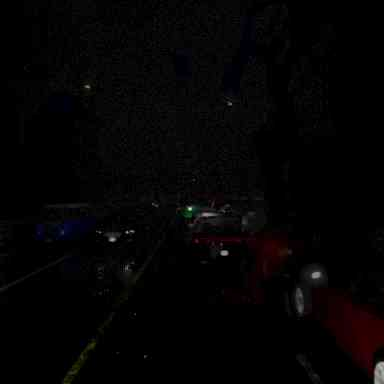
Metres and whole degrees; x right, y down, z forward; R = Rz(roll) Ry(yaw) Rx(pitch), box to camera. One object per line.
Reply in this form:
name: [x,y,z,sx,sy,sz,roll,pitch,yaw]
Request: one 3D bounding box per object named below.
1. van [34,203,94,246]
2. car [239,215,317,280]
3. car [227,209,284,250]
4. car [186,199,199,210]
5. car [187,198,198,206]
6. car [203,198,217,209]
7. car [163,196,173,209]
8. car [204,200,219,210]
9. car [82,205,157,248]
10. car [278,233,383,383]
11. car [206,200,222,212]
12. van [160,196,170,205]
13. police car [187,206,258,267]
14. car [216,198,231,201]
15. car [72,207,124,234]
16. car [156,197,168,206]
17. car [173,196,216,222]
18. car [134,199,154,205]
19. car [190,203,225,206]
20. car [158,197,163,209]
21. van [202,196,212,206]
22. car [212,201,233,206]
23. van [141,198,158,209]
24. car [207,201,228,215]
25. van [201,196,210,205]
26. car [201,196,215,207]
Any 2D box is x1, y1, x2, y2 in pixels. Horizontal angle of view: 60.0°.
van: [-5.749,1.437,15.447,1.690,1.788,3.998,0,0,0]
car: [2.771,1.607,10.000,1.887,1.381,4.507,0,0,0]
car: [2.777,1.622,15.607,1.752,1.417,4.829,0,0,0]
car: [0.056,1.789,49.198,1.882,1.535,5.008,0,0,0]
car: [0.062,1.898,63.479,2.128,1.511,4.902,0,0,0]
car: [2.814,1.780,53.500,1.967,1.590,4.097,0,0,0]
car: [-3.027,1.813,52.887,1.882,1.535,5.008,0,0,0]
car: [2.808,1.848,48.062,1.887,1.381,4.507,0,0,0]
car: [-3.086,1.586,15.339,2.128,1.511,4.902,0,0,0]
car: [2.766,1.573,4.562,1.887,1.381,4.507,0,0,0]
car: [2.803,1.795,42.794,1.752,1.417,4.829,0,0,0]
van: [-5.696,1.791,69.821,1.690,1.788,3.998,0,0,0]
police car: [0.901,1.500,11.816,1.930,1.638,5.238,0,0,0]
car: [2.792,1.513,31.751,2.192,1.841,5.009,0,0,0]
car: [-5.743,1.680,20.883,2.008,1.369,4.403,0,0,0]
car: [-5.701,1.853,64.383,1.967,1.590,4.097,0,0,0]
car: [0.365,1.396,27.958,2.150,2.045,5.566,0,0,11]
car: [-5.727,1.799,37.195,1.947,1.339,4.313,0,0,0]
car: [0.921,1.661,21.706,1.812,1.442,4.674,0,0,0]
car: [-5.717,1.828,47.901,1.752,1.417,4.829,0,0,0]
van: [2.824,1.754,64.375,1.690,1.788,3.998,0,0,0]
car: [2.787,1.690,26.482,1.752,1.417,4.829,0,0,0]
van: [-5.722,1.609,42.634,1.690,1.788,3.998,0,0,0]
car: [2.798,1.784,37.186,2.008,1.369,4.403,0,0,0]
van: [2.830,1.791,69.813,1.690,1.788,3.998,0,0,0]
car: [2.819,1.691,58.938,2.192,1.841,5.009,0,0,0]
